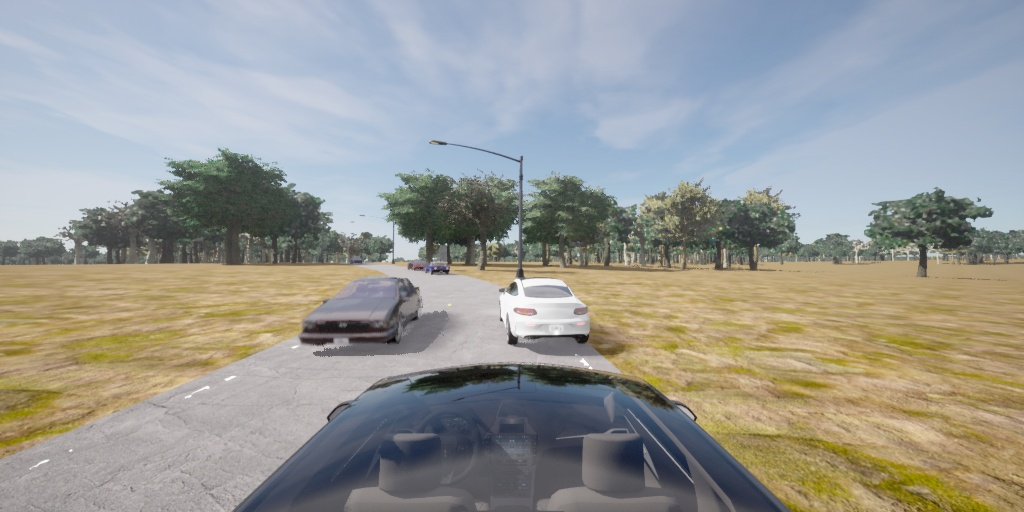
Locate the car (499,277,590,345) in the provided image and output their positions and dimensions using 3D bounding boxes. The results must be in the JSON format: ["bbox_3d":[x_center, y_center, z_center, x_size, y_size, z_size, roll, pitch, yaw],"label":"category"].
[{"bbox_3d":[0.670,1.276,9.468,1.812,1.442,4.674,0,0,-5],"label":"car"}]

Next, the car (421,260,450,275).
[{"bbox_3d":[-7.970,1.244,37.919,1.895,1.301,4.718,1,0,-24],"label":"car"}]

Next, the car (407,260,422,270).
[{"bbox_3d":[-12.207,1.137,46.427,1.994,1.385,4.181,1,0,-30],"label":"car"}]

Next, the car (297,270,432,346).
[{"bbox_3d":[-3.618,1.288,9.720,2.033,1.411,5.357,0,0,-6],"label":"car"}]
